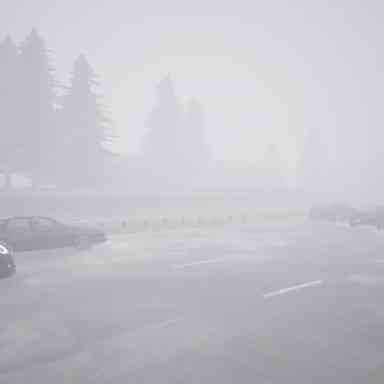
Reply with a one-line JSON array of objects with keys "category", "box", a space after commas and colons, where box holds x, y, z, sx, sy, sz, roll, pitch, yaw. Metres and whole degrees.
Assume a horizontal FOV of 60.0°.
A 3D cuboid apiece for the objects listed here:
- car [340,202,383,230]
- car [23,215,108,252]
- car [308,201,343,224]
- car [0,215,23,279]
[{"category": "car", "box": [11.528, 1.486, 20.697, 4.674, 1.442, 1.812, 0, 0, -36]}, {"category": "car", "box": [-5.982, 1.555, 12.386, 5.357, 1.411, 2.033, 0, 0, -36]}, {"category": "car", "box": [10.594, 1.437, 24.324, 5.008, 1.535, 1.882, 0, 0, -36]}, {"category": "car", "box": [-6.622, 1.362, 7.609, 4.553, 1.767, 2.097, 0, 0, -36]}]
